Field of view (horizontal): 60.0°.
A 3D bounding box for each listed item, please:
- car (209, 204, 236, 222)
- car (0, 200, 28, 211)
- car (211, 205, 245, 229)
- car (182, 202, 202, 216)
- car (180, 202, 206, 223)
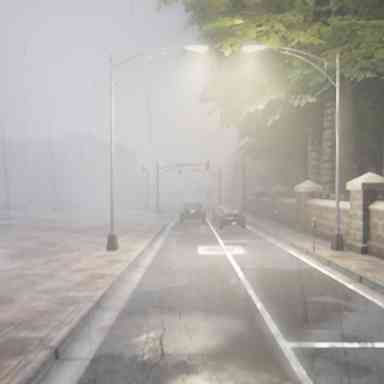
[{"bbox_3d":[2.646,1.820,30.142,2.008,1.369,4.403,-1,-1,0],"label":"car"},{"bbox_3d":[-23.825,1.792,43.638,4.181,1.385,1.994,1,1,0],"label":"car"},{"bbox_3d":[2.619,1.751,23.007,2.008,1.369,4.403,-1,-1,0],"label":"car"},{"bbox_3d":[0.003,1.905,37.978,2.033,1.411,5.357,0,-1,0],"label":"car"},{"bbox_3d":[0.061,1.606,28.547,2.097,1.767,4.553,0,-1,0],"label":"car"}]
